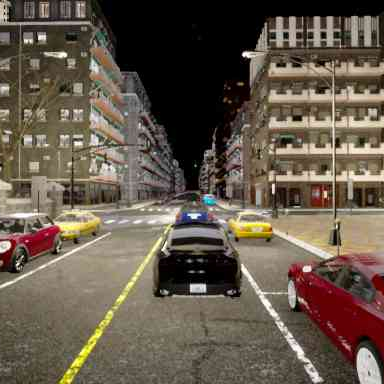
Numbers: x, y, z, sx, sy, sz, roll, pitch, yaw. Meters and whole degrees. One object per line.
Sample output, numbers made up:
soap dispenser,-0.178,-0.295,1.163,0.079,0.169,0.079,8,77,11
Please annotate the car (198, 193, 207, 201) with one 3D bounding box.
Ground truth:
car,2.769,1.249,88.043,2.192,1.841,5.009,1,0,0

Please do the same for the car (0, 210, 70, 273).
car,-5.673,1.442,10.433,1.967,1.590,4.097,1,0,0

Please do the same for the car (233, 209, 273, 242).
car,2.711,1.527,16.194,1.752,1.417,4.829,1,0,0

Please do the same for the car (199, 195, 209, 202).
car,2.757,1.503,76.701,2.008,1.369,4.403,1,0,0

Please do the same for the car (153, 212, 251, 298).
car,0.108,1.507,8.518,1.837,1.490,4.892,0,0,0

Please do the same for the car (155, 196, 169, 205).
car,-5.637,1.556,59.751,1.802,1.307,4.206,1,0,0

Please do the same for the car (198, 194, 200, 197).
car,2.748,1.534,65.360,1.947,1.339,4.313,1,0,0

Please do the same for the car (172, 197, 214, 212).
car,0.209,1.353,19.761,2.097,1.767,4.553,0,0,2

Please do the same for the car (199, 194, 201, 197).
car,2.744,1.519,59.689,1.887,1.381,4.507,1,0,0

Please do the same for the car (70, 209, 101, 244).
car,-5.669,1.527,15.878,1.752,1.417,4.829,1,0,0

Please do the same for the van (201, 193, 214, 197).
van,2.743,1.321,54.017,1.690,1.788,3.998,1,0,0

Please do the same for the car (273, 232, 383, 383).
car,2.702,1.546,4.791,1.887,1.381,4.507,1,0,0

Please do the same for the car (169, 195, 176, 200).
car,-5.615,1.515,88.107,1.802,1.307,4.206,1,0,0
